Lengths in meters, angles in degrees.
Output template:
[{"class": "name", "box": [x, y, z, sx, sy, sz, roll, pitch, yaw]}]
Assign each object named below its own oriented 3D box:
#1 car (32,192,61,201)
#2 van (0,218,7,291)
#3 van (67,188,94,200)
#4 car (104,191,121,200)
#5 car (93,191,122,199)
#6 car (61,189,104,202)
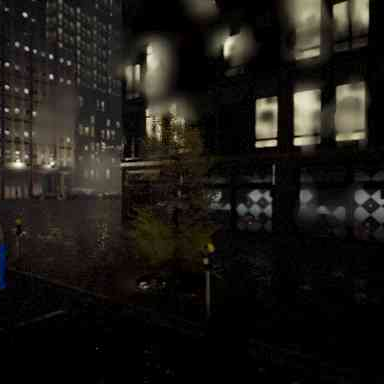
[{"class": "car", "box": [-21.237, 0.594, 49.025, 1.947, 1.339, 4.313, 1, 1, 36]}, {"class": "van", "box": [-5.394, 1.198, 6.730, 3.998, 1.788, 1.690, 1, 0, 35]}, {"class": "van", "box": [-17.907, 0.328, 53.575, 1.690, 1.788, 3.998, 1, 1, 36]}, {"class": "car", "box": [-11.120, 0.571, 48.664, 2.008, 1.369, 4.403, 1, 1, 36]}, {"class": "car", "box": [-14.679, 0.472, 57.993, 1.752, 1.417, 4.829, 1, 1, 36]}, {"class": "car", "box": [-14.448, 0.607, 44.113, 1.887, 1.381, 4.507, 1, 1, 36]}]
